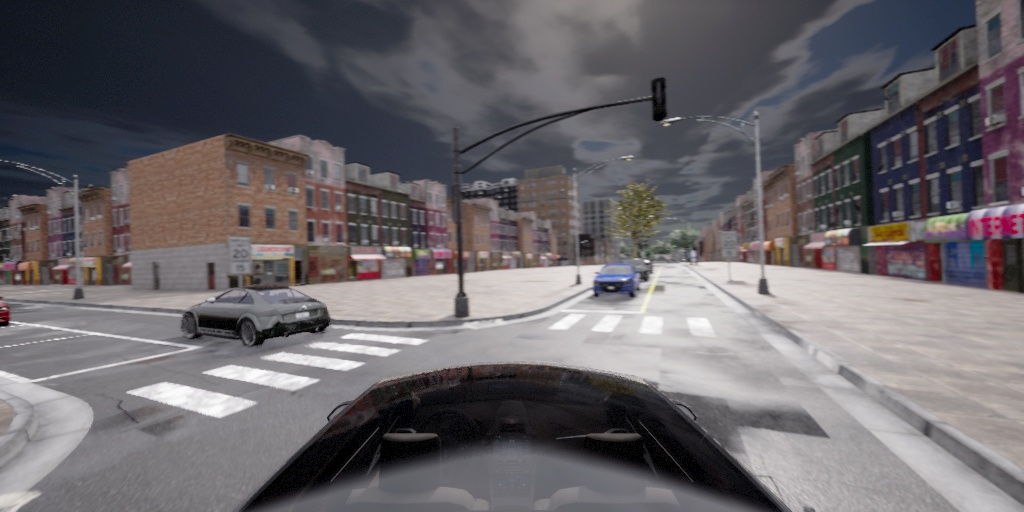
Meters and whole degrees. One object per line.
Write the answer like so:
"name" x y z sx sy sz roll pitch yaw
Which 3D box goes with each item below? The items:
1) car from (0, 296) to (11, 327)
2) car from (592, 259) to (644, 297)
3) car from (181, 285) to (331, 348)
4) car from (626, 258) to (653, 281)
"car" -19.306 1.809 12.366 4.507 1.381 1.888 0 0 24
"car" 5.361 1.119 18.150 1.882 1.535 5.008 -2 0 24
"car" -7.050 1.503 9.869 4.181 1.385 1.994 -2 0 26
"car" 9.249 0.912 27.182 2.097 1.767 4.553 -2 0 23
